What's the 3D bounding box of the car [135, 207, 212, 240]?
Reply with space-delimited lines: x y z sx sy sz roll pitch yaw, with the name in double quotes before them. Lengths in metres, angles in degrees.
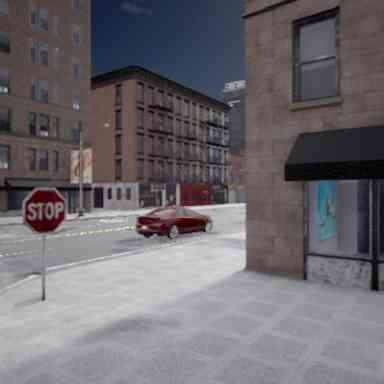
"car" -0.796 1.532 17.586 1.882 1.535 5.008 0 0 35
